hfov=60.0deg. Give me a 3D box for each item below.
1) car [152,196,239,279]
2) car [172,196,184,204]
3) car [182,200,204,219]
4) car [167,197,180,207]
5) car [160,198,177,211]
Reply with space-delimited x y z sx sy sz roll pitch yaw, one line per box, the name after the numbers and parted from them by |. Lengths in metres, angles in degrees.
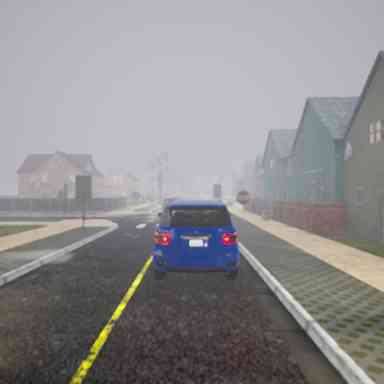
0.095 1.224 10.175 2.150 2.045 5.566 0 0 0 | car
-2.791 1.554 66.670 2.033 1.411 5.357 0 0 0 | car
0.085 1.523 30.141 1.812 1.442 4.674 0 0 0 | car
-2.861 1.527 52.059 1.812 1.442 4.674 0 0 0 | car
-2.861 1.504 41.451 1.837 1.490 4.892 0 0 0 | car
